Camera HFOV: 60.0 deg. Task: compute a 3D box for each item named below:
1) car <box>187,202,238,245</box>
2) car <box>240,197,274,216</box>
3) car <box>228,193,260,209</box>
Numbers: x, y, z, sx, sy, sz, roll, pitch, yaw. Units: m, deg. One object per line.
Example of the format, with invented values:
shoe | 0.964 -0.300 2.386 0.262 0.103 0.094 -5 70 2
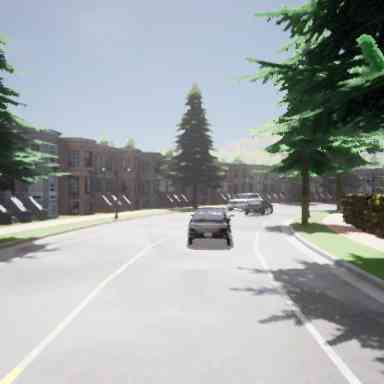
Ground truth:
car | 0.940 1.462 15.463 2.128 1.511 4.902 0 0 7
car | 6.504 1.472 32.132 1.812 1.442 4.674 0 0 28
car | 6.178 1.154 38.550 2.150 2.045 5.566 0 0 36
